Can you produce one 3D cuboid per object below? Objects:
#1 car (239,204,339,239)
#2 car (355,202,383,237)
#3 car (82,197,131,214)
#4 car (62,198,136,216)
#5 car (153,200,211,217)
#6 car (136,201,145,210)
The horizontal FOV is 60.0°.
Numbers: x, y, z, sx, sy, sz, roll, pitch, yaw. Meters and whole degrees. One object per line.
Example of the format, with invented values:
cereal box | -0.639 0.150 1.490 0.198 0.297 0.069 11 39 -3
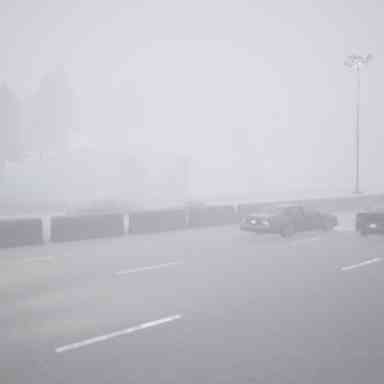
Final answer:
car | 4.669 1.264 15.663 5.357 1.411 2.033 -2 1 -35
car | 9.140 1.121 14.550 5.008 1.535 1.882 -2 1 -35
car | -8.280 1.299 32.455 4.181 1.385 1.994 -2 1 -35
car | -7.047 1.309 24.746 4.902 1.511 2.128 -2 1 -35
car | -0.638 1.291 25.003 4.718 1.301 1.895 -2 1 -35
car | -6.284 1.300 29.579 4.181 1.385 1.994 -2 1 -35
